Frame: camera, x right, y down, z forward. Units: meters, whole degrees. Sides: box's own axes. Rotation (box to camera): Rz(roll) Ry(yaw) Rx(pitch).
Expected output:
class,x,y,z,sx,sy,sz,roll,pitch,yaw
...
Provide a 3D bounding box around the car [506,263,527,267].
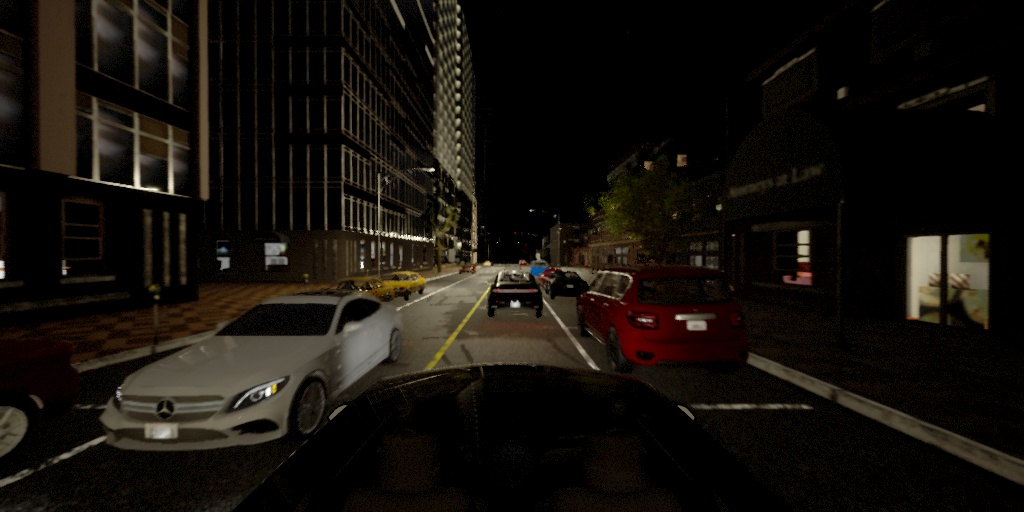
class,x,y,z,sx,sy,sz,roll,pitch,yaw
car,0.117,1.583,33.739,1.895,1.301,4.718,0,0,0

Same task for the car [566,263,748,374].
class,x,y,z,sx,sy,sz,roll,pitch,yaw
car,2.693,1.107,7.577,2.192,1.841,5.009,0,0,0

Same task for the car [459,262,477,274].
class,x,y,z,sx,sy,sz,roll,pitch,yaw
car,-5.669,1.514,46.335,1.967,1.591,4.097,0,0,0

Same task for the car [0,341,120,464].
class,x,y,z,sx,sy,sz,roll,pitch,yaw
car,-5.690,1.298,2.057,1.888,1.381,4.507,0,0,0

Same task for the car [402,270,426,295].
class,x,y,z,sx,sy,sz,roll,pitch,yaw
car,-5.682,1.399,18.491,1.751,1.417,4.829,0,0,0

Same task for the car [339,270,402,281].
class,x,y,z,sx,sy,sz,roll,pitch,yaw
car,-5.685,1.359,12.957,1.751,1.417,4.829,0,0,0

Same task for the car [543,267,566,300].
class,x,y,z,sx,sy,sz,roll,pitch,yaw
car,2.699,1.439,18.645,1.948,1.339,4.313,0,0,0

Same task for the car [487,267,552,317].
class,x,y,z,sx,sy,sz,roll,pitch,yaw
car,0.107,1.328,13.640,2.128,1.511,4.902,0,0,0

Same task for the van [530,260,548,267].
class,x,y,z,sx,sy,sz,roll,pitch,yaw
van,2.707,1.334,35.248,1.690,1.789,3.998,0,0,0

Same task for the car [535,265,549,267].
class,x,y,z,sx,sy,sz,roll,pitch,yaw
car,2.701,1.495,24.179,1.802,1.307,4.207,0,0,0

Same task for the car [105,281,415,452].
class,x,y,z,sx,sy,sz,roll,pitch,yaw
car,-3.095,1.303,5.499,1.812,1.442,4.674,0,0,0
